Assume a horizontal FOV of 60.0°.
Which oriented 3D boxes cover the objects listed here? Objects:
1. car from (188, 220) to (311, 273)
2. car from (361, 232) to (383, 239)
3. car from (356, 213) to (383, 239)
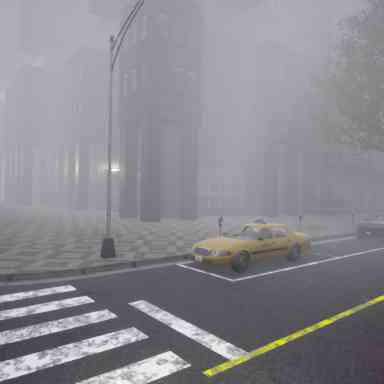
[{"bbox_3d":[2.075,1.632,11.121,4.829,1.417,1.752,1,0,-39],"label":"car"},{"bbox_3d":[5.595,1.603,6.552,4.902,1.511,2.128,1,-1,-39],"label":"car"},{"bbox_3d":[10.471,1.808,17.833,4.507,1.381,1.887,1,0,-39],"label":"car"}]
